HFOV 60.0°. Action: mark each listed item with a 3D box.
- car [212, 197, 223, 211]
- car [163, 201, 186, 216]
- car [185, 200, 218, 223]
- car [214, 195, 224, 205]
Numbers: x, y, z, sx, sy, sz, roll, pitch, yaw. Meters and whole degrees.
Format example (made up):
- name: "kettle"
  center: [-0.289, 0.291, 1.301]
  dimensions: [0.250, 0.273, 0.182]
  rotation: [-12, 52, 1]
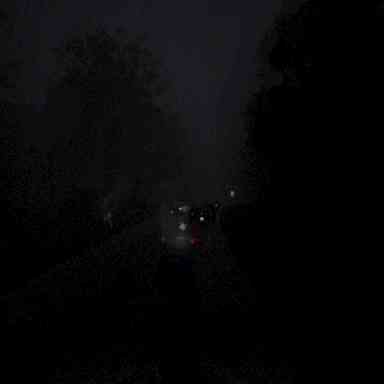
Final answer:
- name: "car"
  center: [2.611, 1.673, 42.265]
  dimensions: [1.895, 1.301, 4.718]
  rotation: [0, -1, 8]
- name: "car"
  center: [-1.559, 1.567, 32.018]
  dimensions: [1.895, 1.301, 4.718]
  rotation: [0, 0, 6]
- name: "car"
  center: [0.840, 1.548, 24.964]
  dimensions: [1.895, 1.301, 4.718]
  rotation: [0, 0, 4]
- name: "car"
  center: [5.753, 1.751, 72.913]
  dimensions: [2.150, 2.045, 5.566]
  rotation: [1, 0, 15]
